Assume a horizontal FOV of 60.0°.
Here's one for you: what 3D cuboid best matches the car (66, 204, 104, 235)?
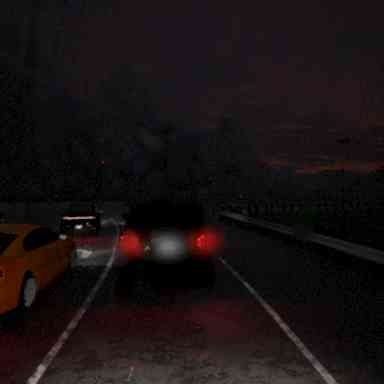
[{"bbox_3d":[-5.806,1.402,17.740,2.128,1.511,4.902,0,0,-14],"label":"car"}]

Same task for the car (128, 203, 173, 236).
[{"bbox_3d":[-2.547,1.448,19.270,2.033,1.411,5.357,0,0,-13],"label":"car"}]

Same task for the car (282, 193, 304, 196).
[{"bbox_3d":[18.917,1.186,66.278,5.357,1.411,2.033,0,0,-20],"label":"car"}]

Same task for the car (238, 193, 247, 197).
[{"bbox_3d":[12.518,0.957,75.106,4.553,1.767,2.097,0,0,-20],"label":"car"}]

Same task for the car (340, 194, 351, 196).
[{"bbox_3d":[33.390,1.156,72.749,4.181,1.385,1.994,0,0,-31],"label":"car"}]

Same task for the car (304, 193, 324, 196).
[{"bbox_3d":[28.813,1.117,78.238,5.357,1.411,2.033,0,0,-27],"label":"car"}]

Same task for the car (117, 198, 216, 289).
[{"bbox_3d":[-0.777,1.173,9.232,2.150,2.045,5.566,0,0,-7],"label":"car"}]

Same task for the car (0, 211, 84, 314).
[{"bbox_3d":[-4.052,1.440,7.453,1.882,1.535,5.008,0,0,-5],"label":"car"}]

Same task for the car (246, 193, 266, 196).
[{"bbox_3d":[14.699,1.169,72.181,4.181,1.385,1.994,0,0,-20],"label":"car"}]

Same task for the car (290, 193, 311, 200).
[{"bbox_3d":[26.438,1.043,80.911,5.008,1.535,1.882,0,0,-27],"label":"car"}]
